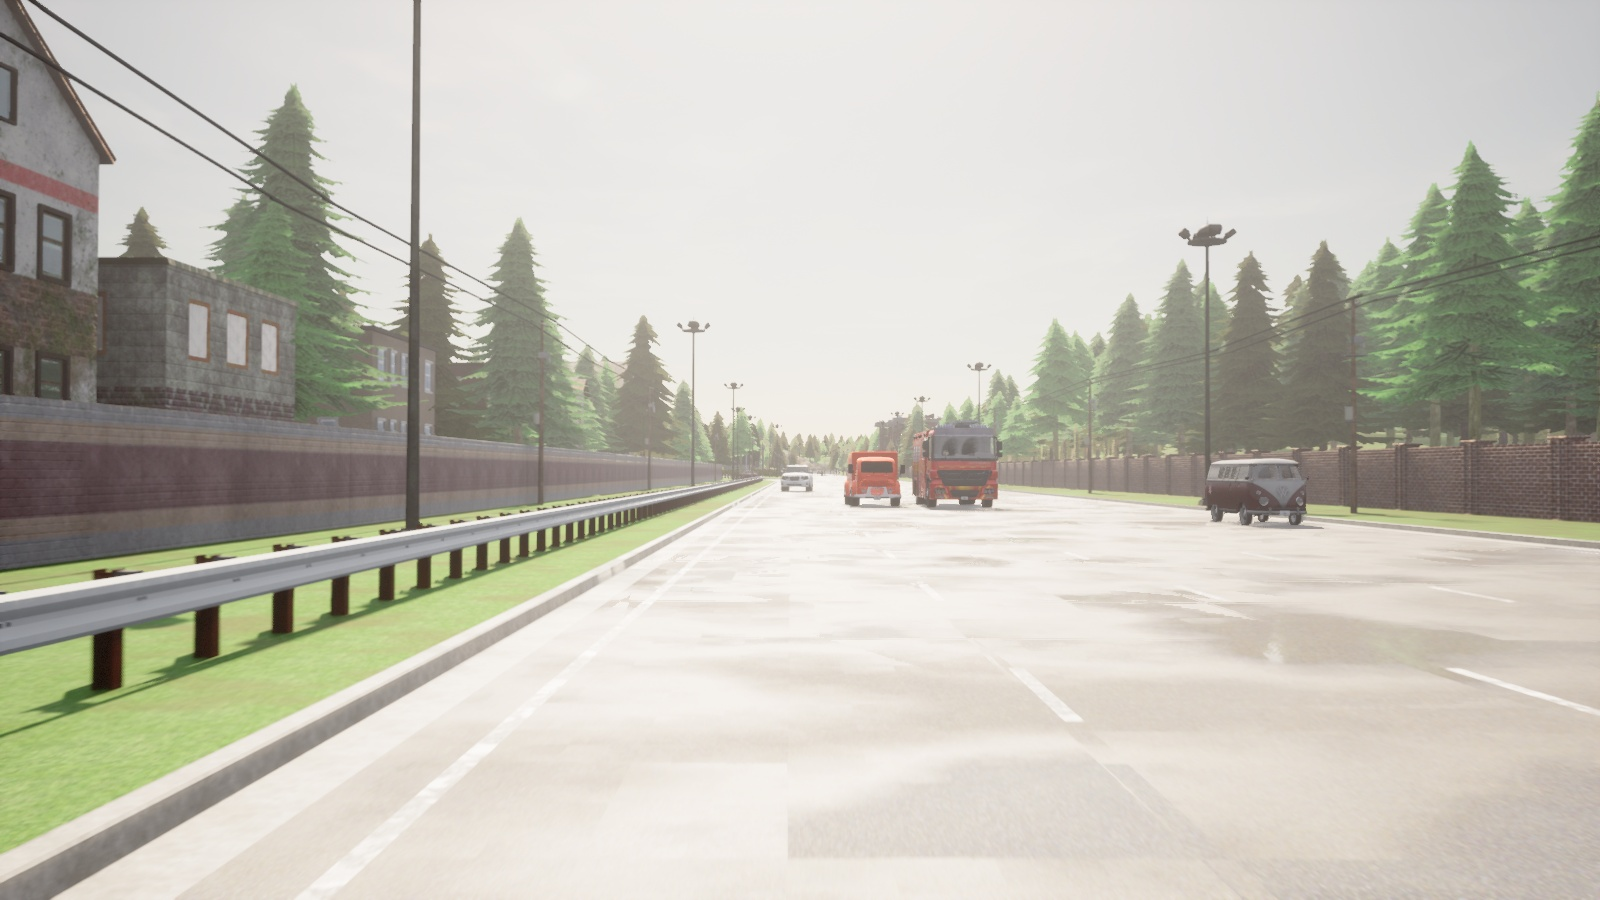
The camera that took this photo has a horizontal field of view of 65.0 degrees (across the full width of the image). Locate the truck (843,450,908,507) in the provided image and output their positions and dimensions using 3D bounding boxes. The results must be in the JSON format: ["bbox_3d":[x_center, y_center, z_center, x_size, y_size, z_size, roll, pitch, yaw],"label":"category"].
[{"bbox_3d":[3.360,1.272,57.216,2.627,2.467,5.204,0,-1,0],"label":"truck"}]

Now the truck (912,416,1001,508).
[{"bbox_3d":[6.860,0.565,56.297,2.891,3.827,8.468,0,-1,0],"label":"truck"}]

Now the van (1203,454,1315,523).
[{"bbox_3d":[13.907,1.154,38.350,1.775,1.987,4.442,0,-1,0],"label":"van"}]

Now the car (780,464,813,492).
[{"bbox_3d":[-0.202,2.141,95.954,2.150,2.045,5.566,0,-1,4],"label":"car"}]
